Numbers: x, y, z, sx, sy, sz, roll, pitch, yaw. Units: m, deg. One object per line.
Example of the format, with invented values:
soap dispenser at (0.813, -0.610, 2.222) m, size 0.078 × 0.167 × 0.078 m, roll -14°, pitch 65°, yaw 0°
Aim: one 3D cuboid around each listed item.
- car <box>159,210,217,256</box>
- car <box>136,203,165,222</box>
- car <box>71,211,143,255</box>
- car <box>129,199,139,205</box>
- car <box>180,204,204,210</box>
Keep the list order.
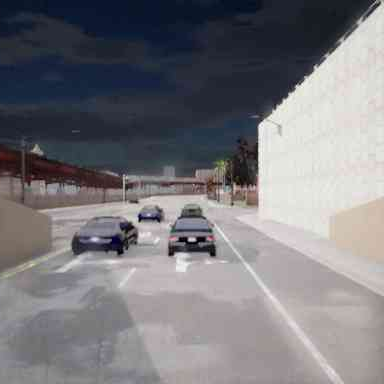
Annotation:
car at (0.000, 1.680, 13.726) m, size 2.033 × 1.411 × 5.357 m, roll 0°, pitch -1°, yaw 0°
car at (-3.497, 1.843, 28.990) m, size 1.994 × 1.385 × 4.181 m, roll 0°, pitch -1°, yaw 0°
car at (-3.497, 1.700, 14.023) m, size 1.994 × 1.385 × 4.181 m, roll 0°, pitch -1°, yaw 0°
car at (-14.007, 2.312, 80.475) m, size 2.033 × 1.411 × 5.357 m, roll 0°, pitch -1°, yaw 0°
car at (0.003, 1.787, 29.045) m, size 1.837 × 1.490 × 4.892 m, roll 0°, pitch 0°, yaw 0°
